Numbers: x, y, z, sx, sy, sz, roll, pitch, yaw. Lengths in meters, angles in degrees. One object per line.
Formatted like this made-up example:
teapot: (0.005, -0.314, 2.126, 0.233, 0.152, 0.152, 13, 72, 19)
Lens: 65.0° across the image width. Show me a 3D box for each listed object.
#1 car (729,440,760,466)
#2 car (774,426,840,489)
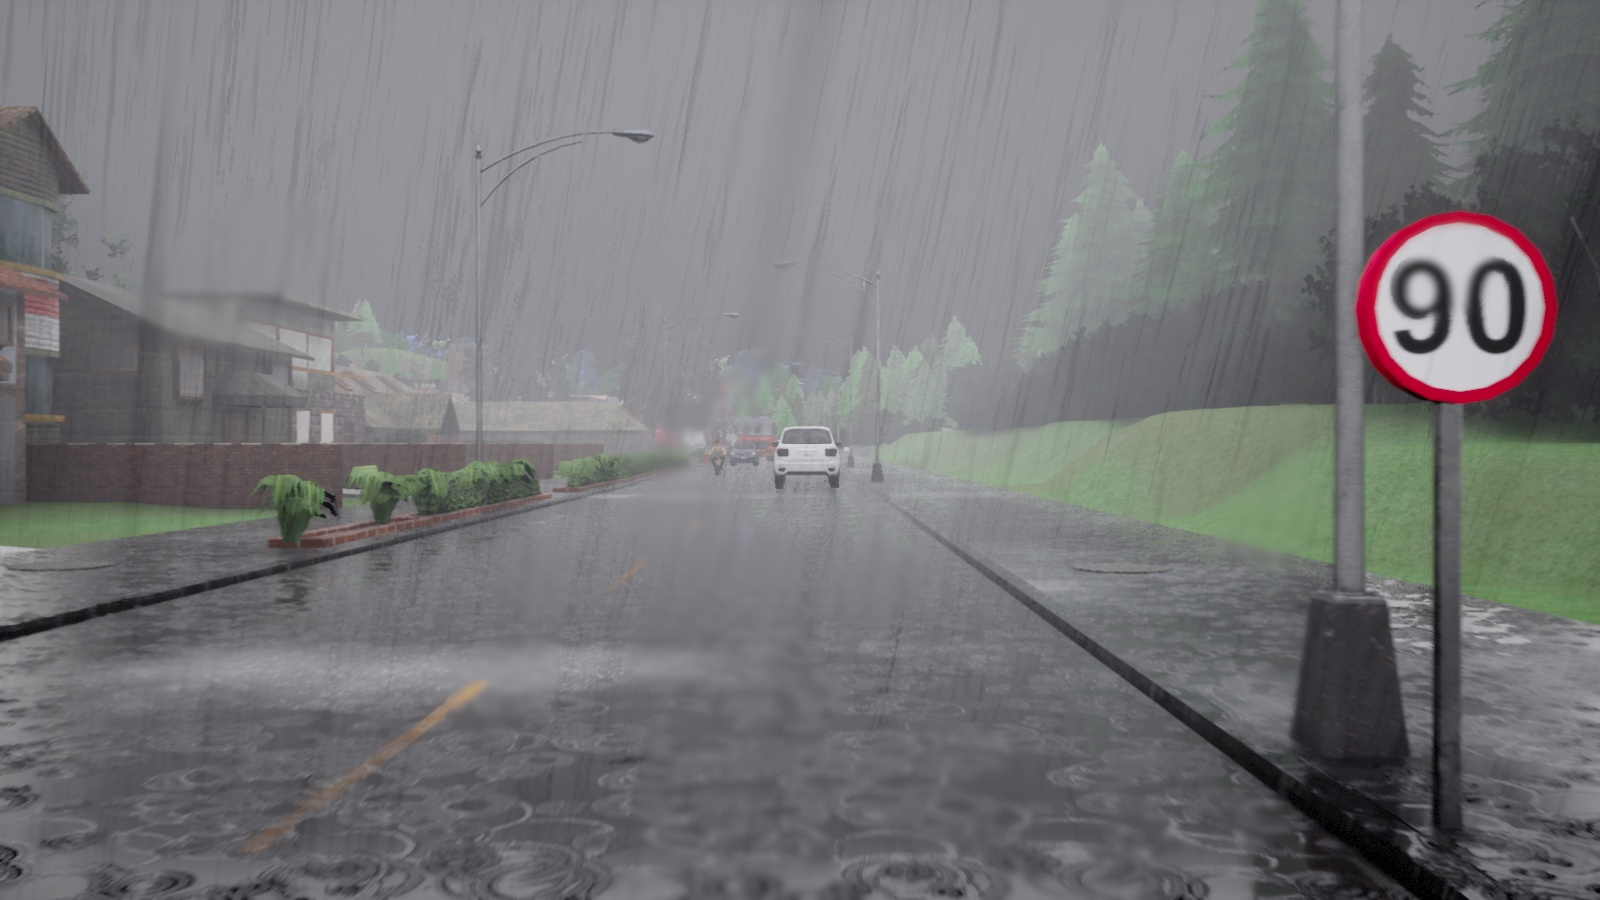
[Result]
car: (-3.570, 0.184, 81.277, 1.851, 1.617, 3.988, 0, 0, 0)
car: (0.243, 0.220, 43.511, 2.150, 2.045, 5.566, 0, 0, 0)
